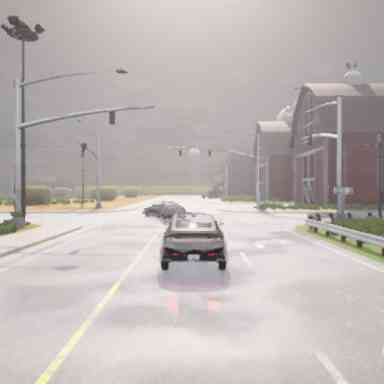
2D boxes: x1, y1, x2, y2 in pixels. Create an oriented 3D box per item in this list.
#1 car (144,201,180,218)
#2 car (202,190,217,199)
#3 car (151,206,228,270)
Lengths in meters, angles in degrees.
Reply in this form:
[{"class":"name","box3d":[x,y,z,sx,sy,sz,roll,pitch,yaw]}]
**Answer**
[{"class":"car","box3d":[-2.202,1.371,26.108,1.994,1.385,4.181,0,0,-32]},{"class":"car","box3d":[4.039,0.549,74.967,1.905,1.878,3.866,-8,4,-42]},{"class":"car","box3d":[0.051,1.405,10.700,2.128,1.511,4.902,0,0,0]}]
